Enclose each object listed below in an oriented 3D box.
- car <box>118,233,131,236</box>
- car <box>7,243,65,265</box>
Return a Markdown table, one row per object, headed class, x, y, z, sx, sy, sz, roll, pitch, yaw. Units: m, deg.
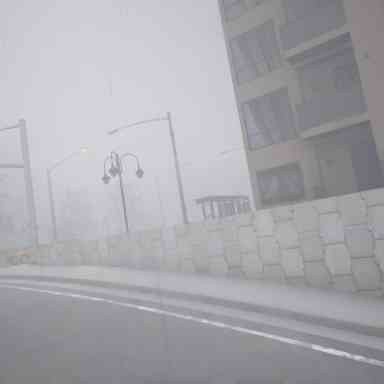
| class | x | y | z | sx | sy | sz | roll | pitch | yaw |
| --- | --- | --- | --- | --- | --- | --- | --- | --- | --- |
| car | -7.896 | 5.451 | 37.475 | 1.895 | 1.301 | 4.718 | -14 | -8 | 35 |
| car | -13.726 | 5.358 | 29.534 | 1.882 | 1.535 | 5.008 | -14 | -8 | 35 |
